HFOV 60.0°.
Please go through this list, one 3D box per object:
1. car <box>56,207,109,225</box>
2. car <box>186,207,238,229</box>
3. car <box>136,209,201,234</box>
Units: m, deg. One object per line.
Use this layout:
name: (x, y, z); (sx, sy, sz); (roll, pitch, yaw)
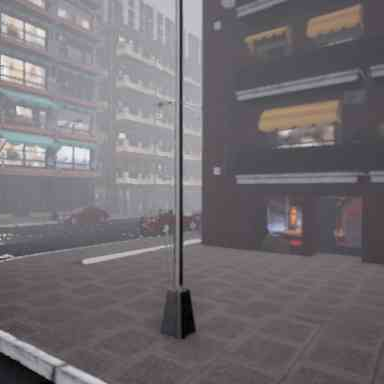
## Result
car: (-8.311, 1.780, 25.527); (1.802, 1.307, 4.206); (-1, -1, 35)
car: (1.576, 1.866, 25.069); (1.947, 1.339, 4.313); (-1, -1, 35)
car: (-1.488, 1.775, 20.719); (1.887, 1.381, 4.507); (-1, -1, 35)
